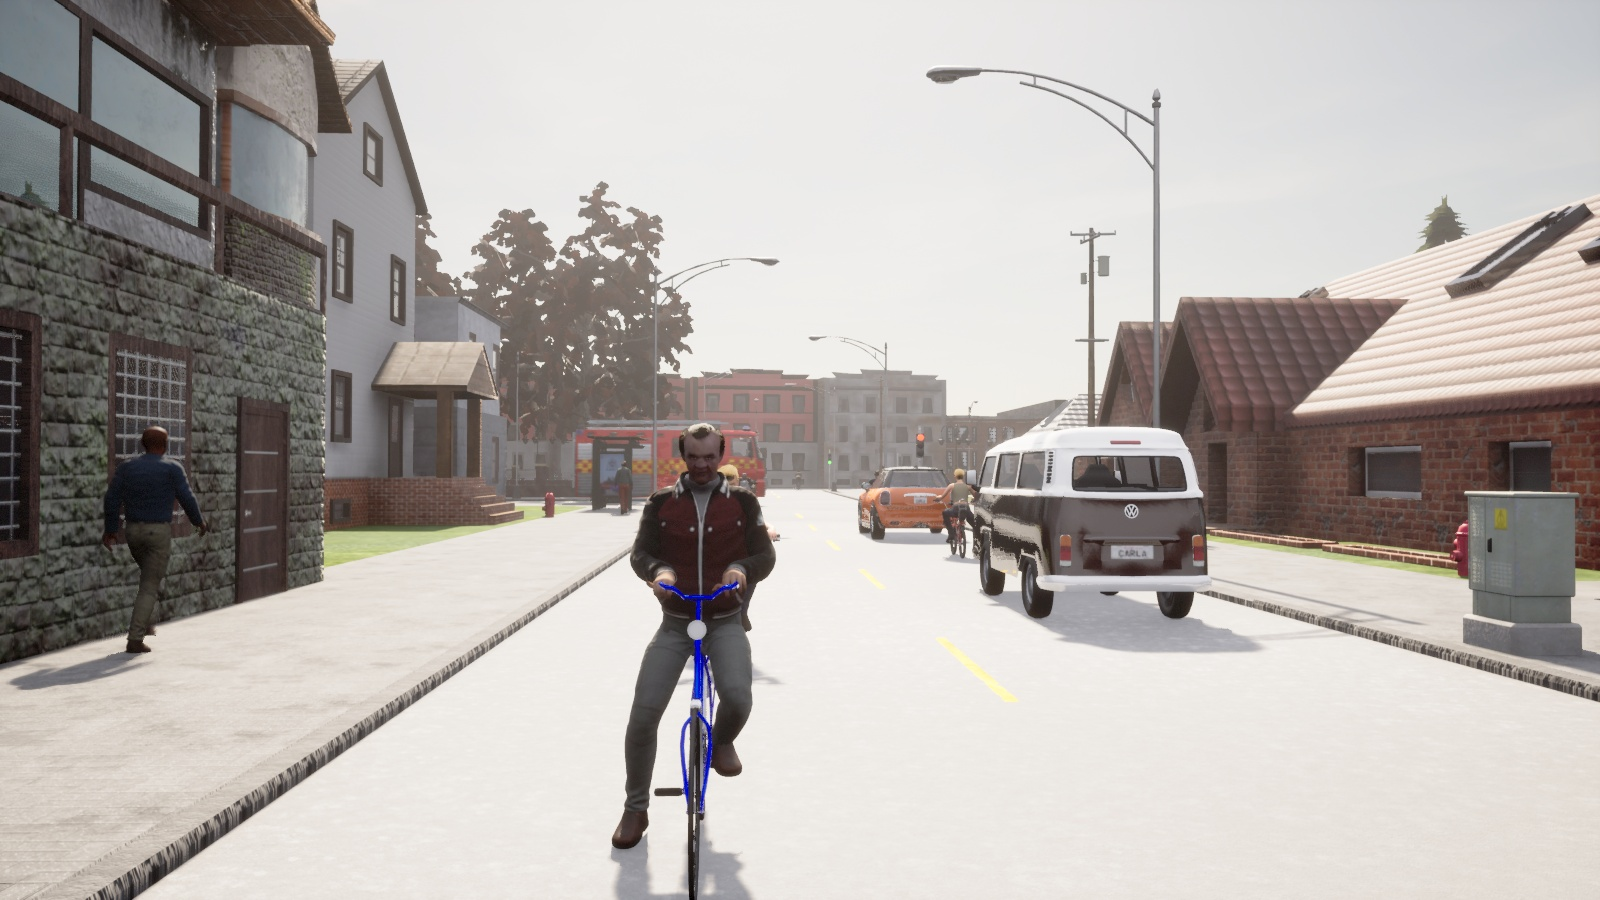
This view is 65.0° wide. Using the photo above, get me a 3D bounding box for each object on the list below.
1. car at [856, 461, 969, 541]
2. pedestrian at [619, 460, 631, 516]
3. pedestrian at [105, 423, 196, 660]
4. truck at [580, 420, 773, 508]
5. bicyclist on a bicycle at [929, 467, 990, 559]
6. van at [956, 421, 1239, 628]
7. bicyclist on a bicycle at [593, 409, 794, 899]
[{"bbox_3d":[2.603,1.169,30.248,2.097,1.767,4.553,0,-1,-3],"label":"car"},{"bbox_3d":[-5.849,1.249,41.868,0.353,1.847,0.614,0,-1,-4],"label":"pedestrian"},{"bbox_3d":[-5.217,0.715,10.112,0.370,1.835,0.726,0,-1,-2],"label":"pedestrian"},{"bbox_3d":[-5.480,0.621,56.668,8.468,3.827,2.891,0,-1,-3],"label":"truck"},{"bbox_3d":[2.899,1.124,22.953,0.866,1.612,1.509,0,-1,-2],"label":"bicyclist on a bicycle"},{"bbox_3d":[3.239,0.772,14.712,2.069,2.038,4.480,0,-1,-2],"label":"van"},{"bbox_3d":[-0.398,0.772,5.058,0.659,1.776,1.843,0,-1,-3],"label":"bicyclist on a bicycle"}]
